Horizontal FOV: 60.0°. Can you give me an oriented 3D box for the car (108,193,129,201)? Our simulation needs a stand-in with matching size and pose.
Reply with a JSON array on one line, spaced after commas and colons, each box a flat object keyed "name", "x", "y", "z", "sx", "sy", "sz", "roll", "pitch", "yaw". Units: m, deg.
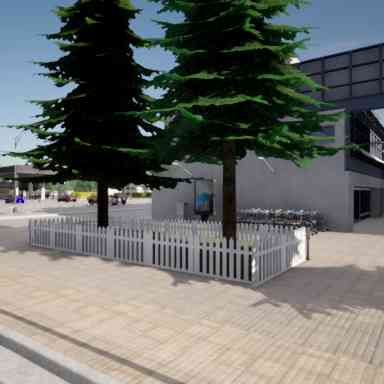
[{"name": "car", "x": -16.558, "y": 1.080, "z": 74.795, "sx": 4.605, "sy": 1.855, "sz": 1.932, "roll": 0, "pitch": 0, "yaw": 36}]

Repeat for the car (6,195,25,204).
[{"name": "car", "x": -30.407, "y": 1.302, "z": 57.110, "sx": 3.633, "sy": 1.501, "sz": 1.845, "roll": 0, "pitch": 0, "yaw": 36}]

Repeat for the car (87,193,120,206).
[{"name": "car", "x": -13.297, "y": 1.085, "z": 49.085, "sx": 4.605, "sy": 1.855, "sz": 1.932, "roll": 0, "pitch": 0, "yaw": 36}]

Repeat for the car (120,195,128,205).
[{"name": "car", "x": -11.917, "y": 1.065, "z": 51.675, "sx": 3.866, "sy": 1.878, "sz": 1.905, "roll": 0, "pitch": 0, "yaw": 36}]

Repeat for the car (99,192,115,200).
[{"name": "car", "x": -20.974, "y": 1.057, "z": 82.089, "sx": 3.866, "sy": 1.878, "sz": 1.905, "roll": 0, "pitch": 0, "yaw": 36}]

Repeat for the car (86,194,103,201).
[{"name": "car", "x": -23.428, "y": 1.341, "z": 79.765, "sx": 3.806, "sy": 1.475, "sz": 1.970, "roll": 0, "pitch": 0, "yaw": 36}]

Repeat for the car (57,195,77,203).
[{"name": "car", "x": -24.479, "y": 1.280, "z": 65.155, "sx": 4.514, "sy": 1.523, "sz": 2.007, "roll": 0, "pitch": 0, "yaw": 36}]
